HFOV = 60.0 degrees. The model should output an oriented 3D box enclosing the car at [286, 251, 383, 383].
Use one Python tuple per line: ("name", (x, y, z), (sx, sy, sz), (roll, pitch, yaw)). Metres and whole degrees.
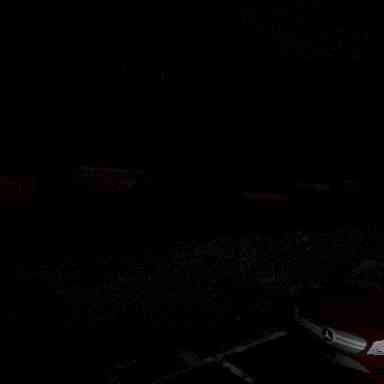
("car", (3.289, 1.633, 5.133), (4.206, 1.307, 1.802), (1, 1, -35))
